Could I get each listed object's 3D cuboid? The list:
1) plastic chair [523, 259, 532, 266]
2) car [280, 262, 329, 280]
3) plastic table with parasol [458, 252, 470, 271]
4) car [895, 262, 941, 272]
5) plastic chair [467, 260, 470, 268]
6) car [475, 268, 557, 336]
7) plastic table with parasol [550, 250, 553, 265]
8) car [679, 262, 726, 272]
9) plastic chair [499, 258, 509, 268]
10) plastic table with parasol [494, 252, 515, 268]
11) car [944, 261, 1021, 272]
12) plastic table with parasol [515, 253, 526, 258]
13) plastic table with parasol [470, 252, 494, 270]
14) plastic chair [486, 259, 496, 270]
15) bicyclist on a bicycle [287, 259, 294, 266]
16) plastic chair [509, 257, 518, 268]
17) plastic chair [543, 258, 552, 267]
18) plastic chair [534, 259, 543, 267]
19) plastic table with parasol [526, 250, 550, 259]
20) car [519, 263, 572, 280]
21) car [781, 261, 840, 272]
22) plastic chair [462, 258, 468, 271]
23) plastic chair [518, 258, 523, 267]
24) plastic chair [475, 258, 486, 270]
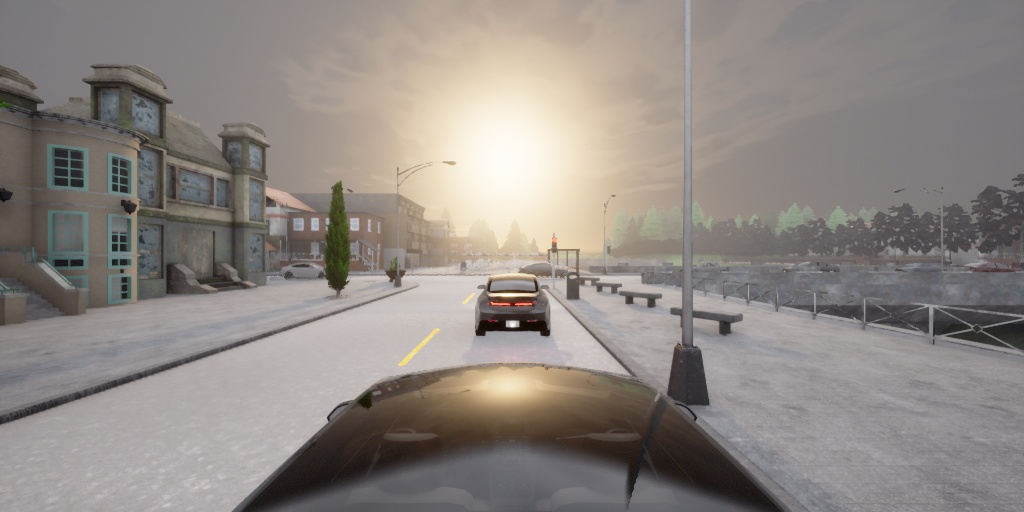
[{"bbox_3d":[2.243,1.279,50.044,0.730,1.272,0.750,0,0,0],"label":"plastic chair"},{"bbox_3d":[-17.316,1.276,30.760,4.674,1.442,1.812,0,0,0],"label":"car"},{"bbox_3d":[-7.126,0.675,57.355,2.482,2.480,2.482,0,0,0],"label":"plastic table with parasol"},{"bbox_3d":[39.541,1.314,34.929,4.181,1.385,1.994,0,0,0],"label":"car"},{"bbox_3d":[-5.557,1.279,50.844,0.730,1.272,0.750,0,0,0],"label":"plastic chair"},{"bbox_3d":[0.035,1.255,10.345,1.837,1.490,4.892,0,0,1],"label":"car"},{"bbox_3d":[4.994,0.675,58.644,2.482,2.480,2.482,0,0,0],"label":"plastic table with parasol"},{"bbox_3d":[18.647,1.314,34.947,4.181,1.385,1.994,0,0,0],"label":"car"},{"bbox_3d":[-1.256,1.279,56.544,0.750,1.272,0.730,0,0,0],"label":"plastic chair"},{"bbox_3d":[-1.206,0.675,57.744,2.482,2.480,2.482,0,0,0],"label":"plastic table with parasol"},{"bbox_3d":[40.800,1.228,30.749,5.008,1.535,1.882,0,0,0],"label":"car"},{"bbox_3d":[1.164,0.675,65.354,2.482,2.480,2.482,0,0,0],"label":"plastic table with parasol"},{"bbox_3d":[-4.237,0.675,50.764,2.482,2.480,2.482,0,0,0],"label":"plastic table with parasol"},{"bbox_3d":[-2.957,1.279,50.644,0.730,1.272,0.750,0,0,0],"label":"plastic chair"},{"bbox_3d":[-24.188,1.099,39.139,0.582,1.620,1.656,0,0,0],"label":"bicyclist on a bicycle"},{"bbox_3d":[0.144,1.279,57.644,0.730,1.272,0.750,0,0,0],"label":"plastic chair"},{"bbox_3d":[4.843,1.279,49.844,0.730,1.272,0.750,0,0,0],"label":"plastic chair"},{"bbox_3d":[3.443,1.279,48.744,0.750,1.272,0.730,0,0,0],"label":"plastic chair"},{"bbox_3d":[3.583,0.675,50.014,2.482,2.480,2.482,0,0,0],"label":"plastic table with parasol"},{"bbox_3d":[2.863,1.275,30.755,4.674,1.442,1.812,0,0,0],"label":"car"},{"bbox_3d":[28.996,1.255,34.946,4.892,1.490,1.837,0,0,0],"label":"car"},{"bbox_3d":[-7.053,1.279,56.176,0.750,1.272,0.730,0,0,-1],"label":"plastic chair"},{"bbox_3d":[1.047,1.279,64.176,0.750,1.272,0.730,0,0,-1],"label":"plastic chair"},{"bbox_3d":[-4.357,1.279,49.544,0.750,1.272,0.730,0,0,0],"label":"plastic chair"}]
